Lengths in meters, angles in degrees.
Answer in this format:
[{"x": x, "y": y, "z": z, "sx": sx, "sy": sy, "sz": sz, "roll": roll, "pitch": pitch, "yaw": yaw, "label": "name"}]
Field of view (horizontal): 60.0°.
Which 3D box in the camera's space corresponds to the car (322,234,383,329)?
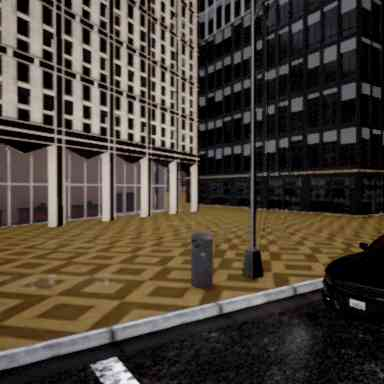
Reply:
[{"x": 4.614, "y": 1.444, "z": 6.459, "sx": 5.008, "sy": 1.535, "sz": 1.882, "roll": 0, "pitch": 1, "yaw": -33, "label": "car"}]
